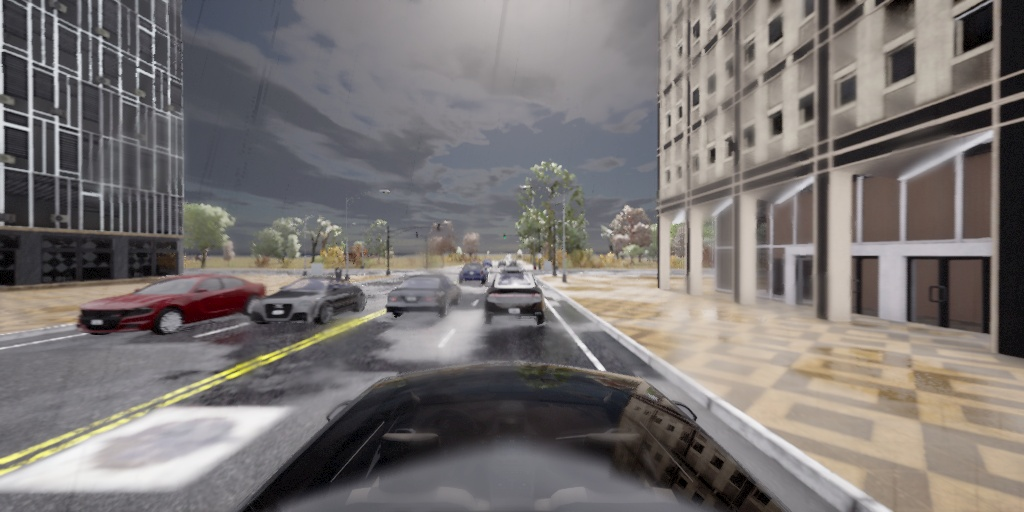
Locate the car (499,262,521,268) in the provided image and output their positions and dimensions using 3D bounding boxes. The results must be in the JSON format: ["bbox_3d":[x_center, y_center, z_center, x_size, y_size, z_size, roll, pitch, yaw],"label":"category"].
[{"bbox_3d":[0.058,1.538,30.649,1.837,1.490,4.892,0,0,0],"label":"car"}]

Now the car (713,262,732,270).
[{"bbox_3d":[33.302,1.629,54.483,4.902,1.511,2.128,0,0,3],"label":"car"}]

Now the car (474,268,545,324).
[{"bbox_3d":[0.080,1.352,12.522,2.128,1.511,4.902,0,0,0],"label":"car"}]

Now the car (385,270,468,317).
[{"bbox_3d":[-3.167,1.420,13.796,2.033,1.411,5.357,0,-1,0],"label":"car"}]

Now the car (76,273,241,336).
[{"bbox_3d":[-9.860,1.323,11.014,1.882,1.535,5.008,0,-1,0],"label":"car"}]

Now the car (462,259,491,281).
[{"bbox_3d":[-3.190,1.385,30.548,2.097,1.767,4.553,0,0,0],"label":"car"}]

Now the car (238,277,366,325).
[{"bbox_3d":[-6.611,1.420,12.135,1.994,1.385,4.181,0,-1,0],"label":"car"}]
